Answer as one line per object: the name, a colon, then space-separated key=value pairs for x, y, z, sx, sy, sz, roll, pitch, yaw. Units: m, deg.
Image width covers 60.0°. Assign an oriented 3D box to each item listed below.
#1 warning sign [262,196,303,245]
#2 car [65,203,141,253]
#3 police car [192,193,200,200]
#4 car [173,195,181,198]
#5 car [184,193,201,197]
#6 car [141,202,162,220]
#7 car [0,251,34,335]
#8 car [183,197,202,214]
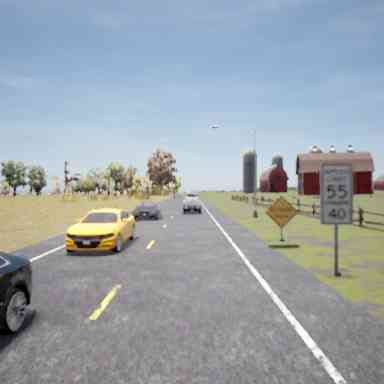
warning sign: x=3.545 y=1.083 z=13.181 sx=1.300 sy=1.860 sz=1.060 roll=0 pitch=0 yaw=0
car: x=-3.590 y=1.444 z=13.824 sx=1.882 sy=1.535 sz=5.008 roll=0 pitch=0 yaw=0
police car: x=1.066 y=1.146 z=88.285 sx=1.930 sy=1.638 sz=5.238 roll=0 pitch=0 yaw=0
car: x=-3.486 y=0.965 z=77.689 sx=1.994 sy=1.385 sz=4.181 roll=0 pitch=0 yaw=0
car: x=0.029 y=1.096 z=46.907 sx=2.150 sy=2.045 sz=5.566 roll=0 pitch=1 yaw=0
car: x=-3.579 y=1.495 z=27.036 sx=1.994 sy=1.385 sz=4.181 roll=0 pitch=0 yaw=0
car: x=-3.607 y=1.482 z=3.830 sx=2.128 sy=1.511 sz=4.902 roll=0 pitch=0 yaw=-2
car: x=0.007 y=1.511 z=34.624 sx=1.895 sy=1.301 sz=4.718 roll=0 pitch=0 yaw=0
